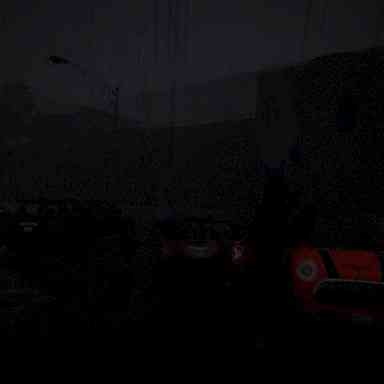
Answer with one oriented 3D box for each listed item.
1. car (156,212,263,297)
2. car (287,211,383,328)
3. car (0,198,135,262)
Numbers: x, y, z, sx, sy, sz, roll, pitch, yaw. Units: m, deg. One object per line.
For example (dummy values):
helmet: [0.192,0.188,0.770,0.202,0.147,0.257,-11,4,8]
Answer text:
car: [0.730,1.358,8.927,2.185,1.767,4.553,0,-1,16]
car: [3.197,1.361,7.244,2.185,1.767,4.553,1,-1,15]
car: [-4.144,1.238,12.474,2.435,2.045,5.566,0,-1,16]
